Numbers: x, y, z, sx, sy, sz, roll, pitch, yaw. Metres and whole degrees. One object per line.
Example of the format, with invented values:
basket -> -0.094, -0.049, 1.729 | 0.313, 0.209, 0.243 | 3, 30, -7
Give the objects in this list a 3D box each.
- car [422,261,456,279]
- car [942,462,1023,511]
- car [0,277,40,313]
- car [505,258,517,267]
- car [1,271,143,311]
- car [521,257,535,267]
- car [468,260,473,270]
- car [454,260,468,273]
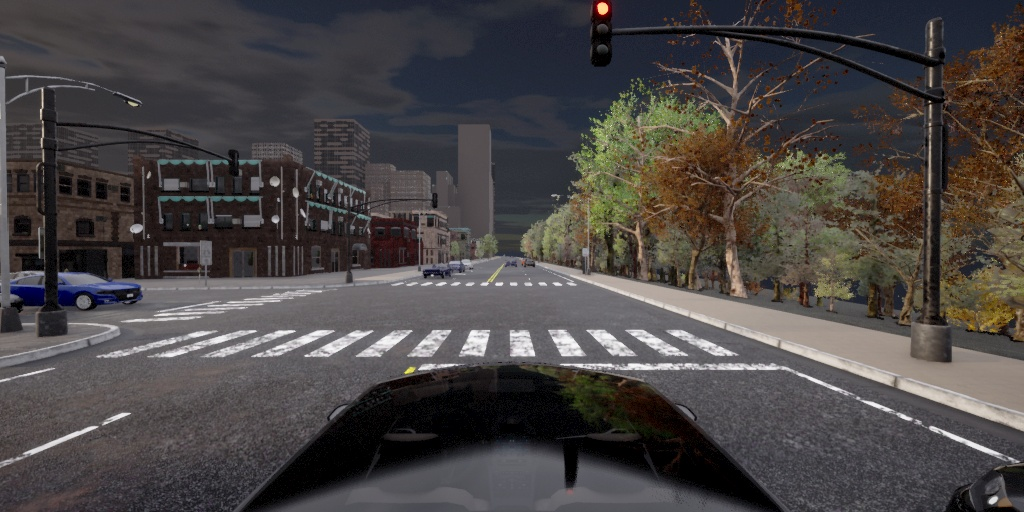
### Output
car -> -6.736, 1.341, 32.885 | 1.895, 1.301, 4.718 | 0, 0, 2
car -> 3.363, 1.314, 0.183 | 1.994, 1.385, 4.181 | 0, 0, -1
car -> -19.996, 1.565, 12.507 | 4.313, 1.339, 1.948 | 0, 0, 0
car -> -0.194, 1.078, 64.006 | 2.097, 1.767, 4.553 | 0, 0, 0
car -> -18.749, 1.435, 15.223 | 5.008, 1.535, 1.882 | -1, 1, -1
car -> 3.062, 1.231, 63.222 | 1.837, 1.490, 4.892 | 0, 0, 0
car -> -6.817, 1.257, 53.326 | 1.812, 1.442, 4.674 | 0, 0, 0
car -> -6.780, 1.261, 43.056 | 1.812, 1.442, 4.674 | 0, 0, 0
